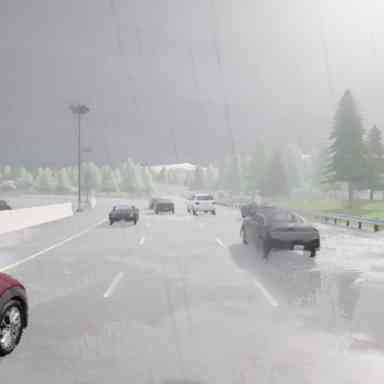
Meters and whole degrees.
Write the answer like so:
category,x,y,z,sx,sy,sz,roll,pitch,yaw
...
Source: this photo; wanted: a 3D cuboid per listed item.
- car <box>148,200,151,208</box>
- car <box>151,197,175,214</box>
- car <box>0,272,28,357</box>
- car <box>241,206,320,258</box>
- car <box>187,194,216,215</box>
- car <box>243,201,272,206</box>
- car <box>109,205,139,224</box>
category,x,y,z,sx,sy,sz,roll,pitch,yaw
car,-4.736,1.505,44.665,1.837,1.490,4.892,0,0,-13
car,-2.993,1.478,35.492,1.882,1.535,5.008,0,0,-9
car,-3.497,1.353,3.171,2.097,1.767,4.553,0,0,-1
car,3.155,1.491,12.688,2.128,1.511,4.902,0,0,-3
car,0.887,1.221,33.659,2.150,2.045,5.566,0,0,-9
car,5.334,1.492,27.037,2.128,1.511,4.902,0,0,-7
car,-4.902,1.601,24.486,1.895,1.301,4.718,0,0,-7
